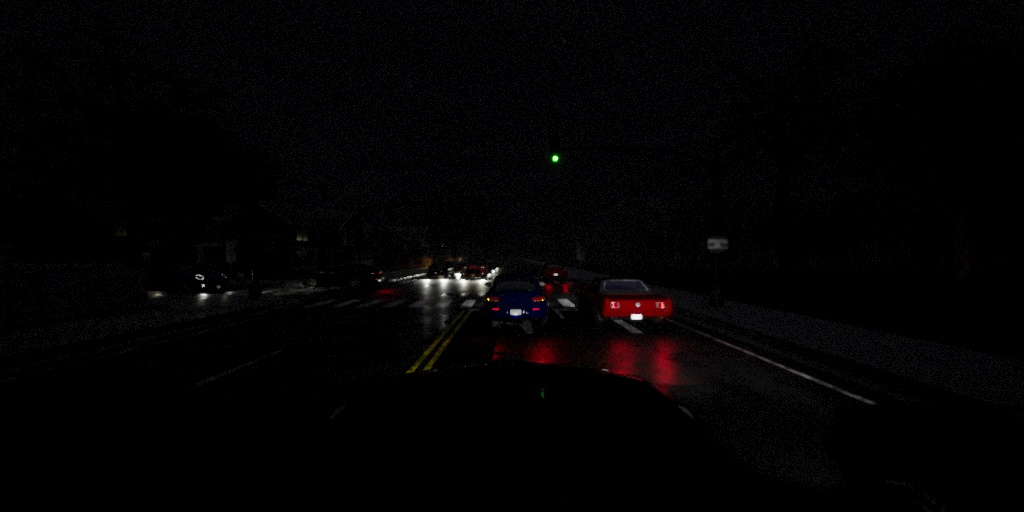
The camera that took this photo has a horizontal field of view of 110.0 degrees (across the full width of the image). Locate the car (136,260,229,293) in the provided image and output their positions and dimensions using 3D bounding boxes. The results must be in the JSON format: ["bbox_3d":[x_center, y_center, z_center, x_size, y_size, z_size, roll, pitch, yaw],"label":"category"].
[{"bbox_3d":[-18.215,1.117,19.536,4.553,1.767,2.097,0,0,0],"label":"car"}]

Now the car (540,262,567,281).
[{"bbox_3d":[3.350,1.250,29.571,1.812,1.442,4.674,0,0,0],"label":"car"}]

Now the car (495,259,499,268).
[{"bbox_3d":[-3.318,1.215,51.547,1.812,1.442,4.674,0,0,1],"label":"car"}]

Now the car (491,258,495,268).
[{"bbox_3d":[-3.344,1.270,41.544,1.994,1.385,4.181,0,0,0],"label":"car"}]

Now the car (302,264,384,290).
[{"bbox_3d":[-10.446,1.246,22.163,4.892,1.490,1.837,0,-2,8],"label":"car"}]

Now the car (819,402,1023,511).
[{"bbox_3d":[3.350,1.352,0.638,1.895,1.301,4.718,0,0,0],"label":"car"}]

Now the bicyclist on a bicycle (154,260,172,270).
[{"bbox_3d":[-24.639,1.071,25.399,0.582,1.620,1.656,0,0,0],"label":"bicyclist on a bicycle"}]

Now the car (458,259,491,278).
[{"bbox_3d":[-3.349,1.071,32.901,2.097,1.767,4.553,0,0,0],"label":"car"}]

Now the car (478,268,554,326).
[{"bbox_3d":[0.099,1.268,11.465,1.812,1.442,4.674,0,0,0],"label":"car"}]

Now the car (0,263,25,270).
[{"bbox_3d":[-28.460,1.135,19.556,4.553,1.767,2.097,0,0,0],"label":"car"}]

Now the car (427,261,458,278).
[{"bbox_3d":[-6.598,1.223,33.434,1.837,1.490,4.892,0,0,0],"label":"car"}]

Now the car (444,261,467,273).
[{"bbox_3d":[-6.591,1.268,42.345,1.994,1.385,4.181,0,0,0],"label":"car"}]

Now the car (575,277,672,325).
[{"bbox_3d":[3.346,1.343,11.829,1.895,1.301,4.718,0,0,0],"label":"car"}]
